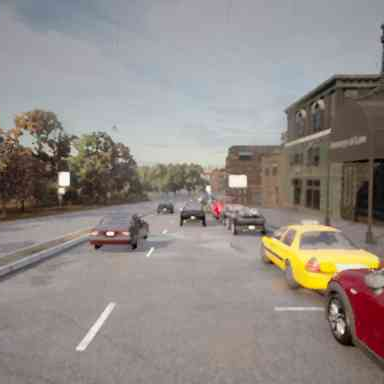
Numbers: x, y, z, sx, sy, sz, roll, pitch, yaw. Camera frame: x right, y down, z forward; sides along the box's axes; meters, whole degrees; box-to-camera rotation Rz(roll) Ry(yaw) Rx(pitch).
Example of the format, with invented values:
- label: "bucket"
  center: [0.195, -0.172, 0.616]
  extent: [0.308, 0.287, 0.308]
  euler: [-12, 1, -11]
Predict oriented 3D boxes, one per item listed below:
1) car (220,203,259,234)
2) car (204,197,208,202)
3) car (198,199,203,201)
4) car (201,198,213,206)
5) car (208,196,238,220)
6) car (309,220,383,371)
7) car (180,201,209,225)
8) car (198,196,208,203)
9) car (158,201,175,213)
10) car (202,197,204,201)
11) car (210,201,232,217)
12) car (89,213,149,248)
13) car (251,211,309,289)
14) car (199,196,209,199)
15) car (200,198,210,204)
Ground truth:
- label: "car"
  center: [3.196, 1.658, 20.253]
  extent: [2.231, 1.521, 4.892]
  euler: [0, 0, 0]
- label: "car"
  center: [3.147, 1.897, 48.195]
  extent: [1.946, 1.575, 5.366]
  euler: [0, 0, 0]
- label: "car"
  center: [0.033, 1.914, 42.041]
  extent: [2.033, 1.411, 5.357]
  euler: [0, -1, 0]
- label: "car"
  center: [3.108, 2.091, 69.977]
  extent: [2.231, 1.521, 4.892]
  euler: [0, -1, 0]
- label: "car"
  center: [3.177, 1.503, 31.465]
  extent: [2.435, 2.045, 5.566]
  euler: [0, -1, 0]
- label: "car"
  center: [3.224, 1.387, 3.654]
  extent: [2.185, 1.767, 4.553]
  euler: [0, 0, 0]
- label: "car"
  center: [0.060, 1.706, 26.077]
  extent: [1.882, 1.535, 5.008]
  euler: [0, -1, 0]
- label: "car"
  center: [3.068, 2.031, 92.113]
  extent: [2.435, 2.045, 5.566]
  euler: [0, -1, 0]
- label: "car"
  center: [-3.216, 1.868, 41.693]
  extent: [1.837, 1.490, 4.892]
  euler: [0, -1, 0]
- label: "car"
  center: [3.191, 1.961, 55.067]
  extent: [2.231, 1.521, 4.892]
  euler: [0, -1, 1]
- label: "car"
  center: [3.167, 1.801, 37.145]
  extent: [1.946, 1.575, 5.366]
  euler: [0, -1, 0]
- label: "car"
  center: [-3.171, 1.683, 15.379]
  extent: [2.033, 1.411, 5.357]
  euler: [0, -1, 0]
- label: "car"
  center: [3.217, 1.560, 9.396]
  extent: [1.946, 1.575, 5.366]
  euler: [0, 0, 0]
- label: "car"
  center: [3.118, 1.791, 64.489]
  extent: [2.435, 2.045, 5.566]
  euler: [0, -1, 0]
- label: "car"
  center: [3.093, 2.216, 81.064]
  extent: [2.163, 1.488, 4.792]
  euler: [0, 0, 0]
